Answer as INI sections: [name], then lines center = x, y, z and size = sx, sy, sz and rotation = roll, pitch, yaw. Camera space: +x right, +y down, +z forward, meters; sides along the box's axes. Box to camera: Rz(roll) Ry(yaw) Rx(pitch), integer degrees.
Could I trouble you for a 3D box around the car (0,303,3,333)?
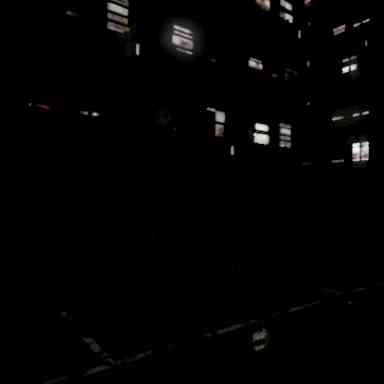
[car]
center = -4.462, 1.532, 3.374
size = 4.403, 1.369, 2.008
rotation = 1, 0, -36
